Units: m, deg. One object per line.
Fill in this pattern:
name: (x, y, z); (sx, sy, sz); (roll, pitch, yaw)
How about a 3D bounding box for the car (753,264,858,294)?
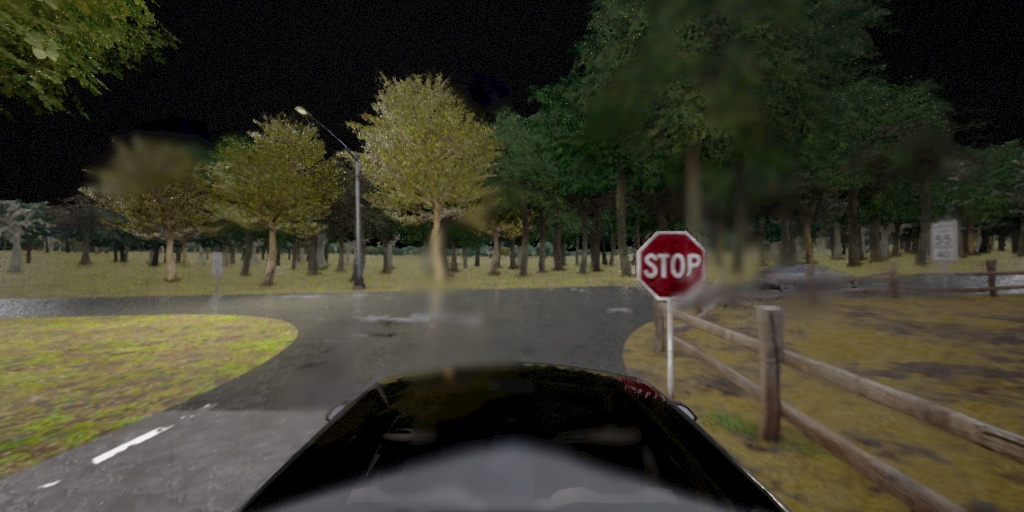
car: (14.479, 1.082, 17.875); (4.181, 1.385, 1.994); (-2, -1, 1)
